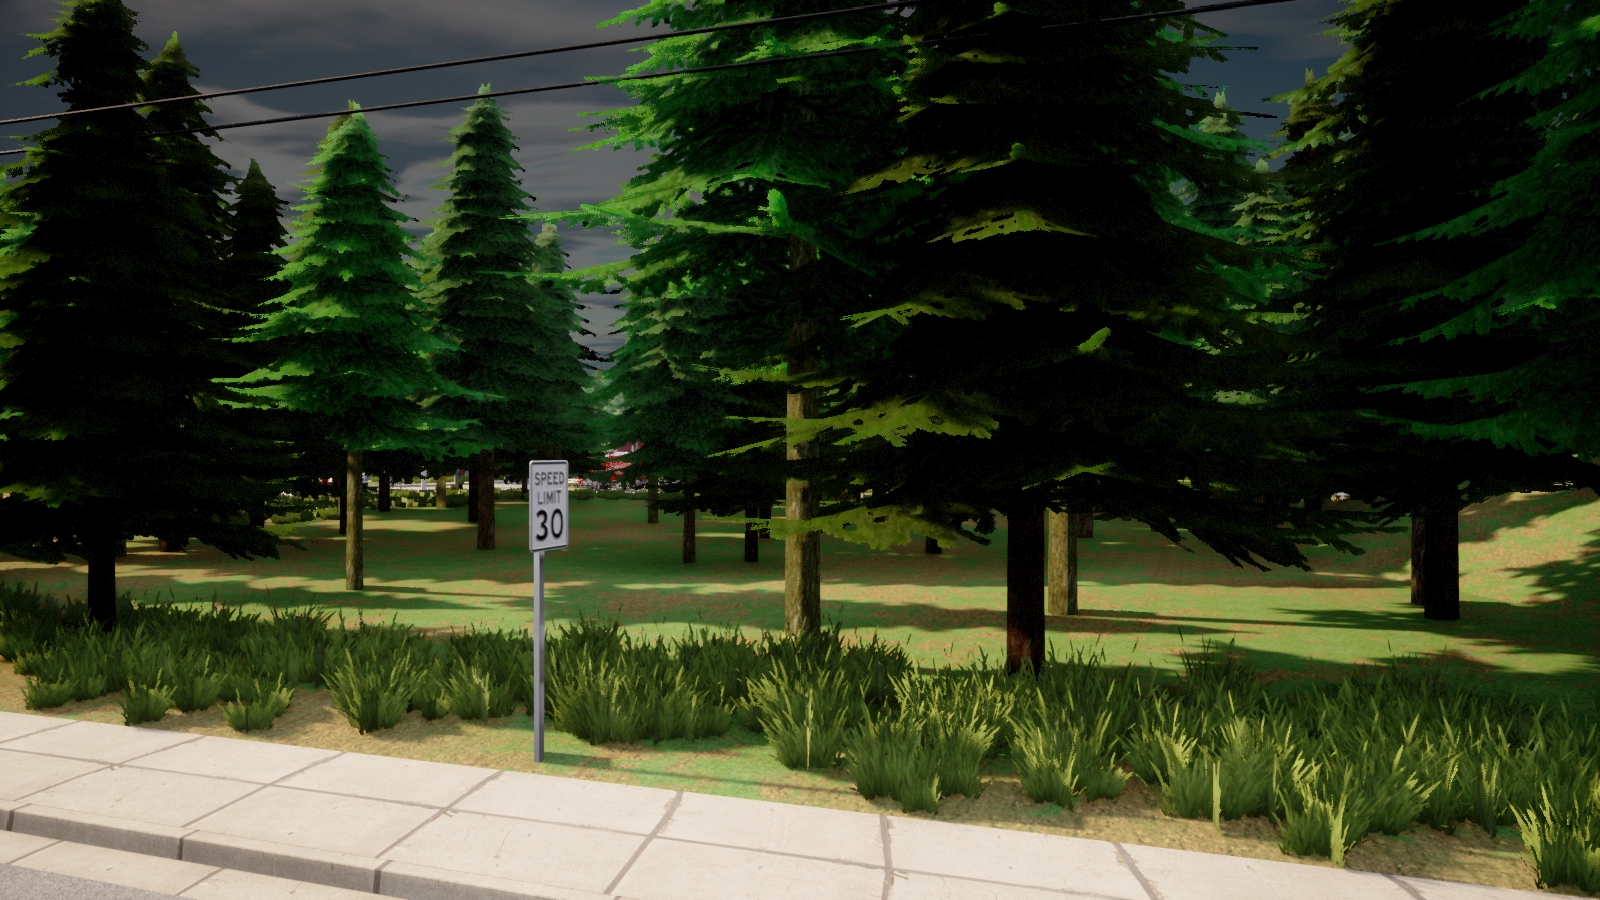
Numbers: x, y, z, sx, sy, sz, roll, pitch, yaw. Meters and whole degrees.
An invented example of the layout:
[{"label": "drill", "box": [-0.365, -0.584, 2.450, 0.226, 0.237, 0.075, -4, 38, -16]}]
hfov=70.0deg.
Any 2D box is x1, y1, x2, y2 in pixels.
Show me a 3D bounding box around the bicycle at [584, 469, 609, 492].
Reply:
[{"label": "bicycle", "box": [-13.335, 2.029, 74.945, 1.643, 1.496, 0.373, -1, 0, 18]}]
